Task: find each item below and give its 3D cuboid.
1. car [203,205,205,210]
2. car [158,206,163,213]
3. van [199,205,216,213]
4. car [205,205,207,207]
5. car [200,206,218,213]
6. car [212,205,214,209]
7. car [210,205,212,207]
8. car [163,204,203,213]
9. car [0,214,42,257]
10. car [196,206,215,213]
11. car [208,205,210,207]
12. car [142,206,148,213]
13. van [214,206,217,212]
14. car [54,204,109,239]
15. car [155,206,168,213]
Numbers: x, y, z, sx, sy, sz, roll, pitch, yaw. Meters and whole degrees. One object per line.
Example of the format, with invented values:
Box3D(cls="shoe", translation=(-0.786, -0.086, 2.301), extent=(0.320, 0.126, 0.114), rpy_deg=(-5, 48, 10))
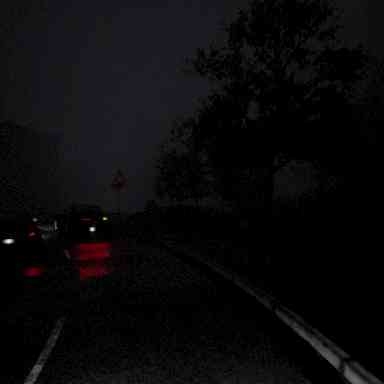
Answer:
Box3D(cls="car", translation=(-0.929, 2.762, 52.714), extent=(5.008, 1.535, 2.097), rpy_deg=(0, -4, 8))
Box3D(cls="car", translation=(-4.990, 3.367, 63.227), extent=(1.882, 1.535, 5.008), rpy_deg=(0, -3, 8))
Box3D(cls="van", translation=(4.115, 4.517, 88.129), extent=(4.442, 1.987, 1.878), rpy_deg=(0, -3, 8))
Box3D(cls="car", translation=(-0.522, 2.935, 55.432), extent=(4.892, 1.521, 2.231), rpy_deg=(0, -4, 8))
Box3D(cls="car", translation=(4.655, 4.740, 90.825), extent=(4.553, 1.767, 2.185), rpy_deg=(0, -2, 8))
Box3D(cls="car", translation=(1.852, 3.943, 71.759), extent=(4.674, 1.452, 2.002), rpy_deg=(0, -3, 8))
Box3D(cls="car", translation=(1.027, 3.471, 66.324), extent=(4.553, 1.767, 2.185), rpy_deg=(0, -3, 8))
Box3D(cls="car", translation=(-1.327, 2.589, 49.994), extent=(4.892, 1.521, 2.231), rpy_deg=(0, -4, 8))
Box3D(cls="car", translation=(-6.564, 1.466, 11.949), extent=(1.994, 1.385, 4.181), rpy_deg=(0, 1, -28))
Box3D(cls="car", translation=(3.423, 4.361, 82.789), extent=(4.553, 1.767, 2.185), rpy_deg=(0, -3, 8))
Box3D(cls="car", translation=(0.081, 3.269, 60.903), extent=(5.366, 1.575, 1.946), rpy_deg=(0, -3, 8))
Box3D(cls="car", translation=(-8.206, 3.396, 63.692), extent=(1.837, 1.490, 4.892), rpy_deg=(0, -3, 8))
Box3D(cls="van", translation=(3.155, 4.115, 79.922), extent=(4.442, 1.987, 1.878), rpy_deg=(0, -3, 8))
Box3D(cls="car", translation=(-5.605, 1.355, 16.631), extent=(1.837, 1.490, 4.892), rpy_deg=(0, 1, -31))
Box3D(cls="car", translation=(-6.761, 3.882, 73.616), extent=(1.812, 1.442, 4.674), rpy_deg=(0, -3, 8))
